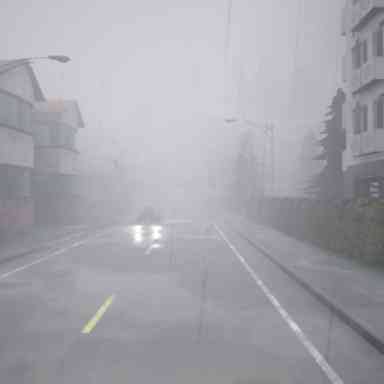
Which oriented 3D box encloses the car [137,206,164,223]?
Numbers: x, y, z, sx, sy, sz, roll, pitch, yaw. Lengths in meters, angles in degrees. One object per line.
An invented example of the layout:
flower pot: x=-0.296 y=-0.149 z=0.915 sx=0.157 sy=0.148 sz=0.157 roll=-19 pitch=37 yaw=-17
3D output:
car: x=-3.514 y=1.872 z=28.589 sx=1.895 sy=1.301 sz=4.718 roll=0 pitch=-1 yaw=0
